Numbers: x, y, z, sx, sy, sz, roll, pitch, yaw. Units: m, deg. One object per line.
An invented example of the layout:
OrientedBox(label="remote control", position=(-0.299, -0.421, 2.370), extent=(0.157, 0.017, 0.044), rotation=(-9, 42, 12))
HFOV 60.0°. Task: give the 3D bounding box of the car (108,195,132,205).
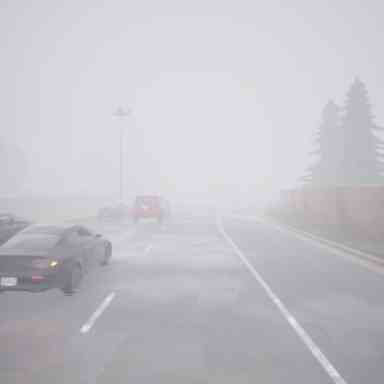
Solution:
OrientedBox(label="car", position=(-12.893, 1.368, 59.921), extent=(2.097, 1.767, 4.553), rotation=(0, 0, 22))

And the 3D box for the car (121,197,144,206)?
OrientedBox(label="car", position=(-10.181, 1.541, 57.265), extent=(1.812, 1.442, 4.674), rotation=(0, 0, 21))

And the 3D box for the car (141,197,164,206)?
OrientedBox(label="car", position=(-6.638, 1.541, 56.711), extent=(1.812, 1.442, 4.674), rotation=(0, 0, 22))

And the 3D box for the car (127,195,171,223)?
OrientedBox(label="car", position=(-3.056, 1.230, 25.820), extent=(2.150, 2.045, 5.566), rotation=(0, 0, 5))

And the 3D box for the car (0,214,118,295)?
OrientedBox(label="car", position=(-3.450, 1.528, 8.601), extent=(1.812, 1.442, 4.674), rotation=(0, 0, 0))

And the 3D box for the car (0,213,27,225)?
OrientedBox(label="car", position=(-6.927, 1.495, 11.852), extent=(2.128, 1.511, 4.902), rotation=(0, 0, 0))

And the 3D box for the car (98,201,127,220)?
OrientedBox(label="car", position=(-6.352, 1.533, 27.806), extent=(1.812, 1.442, 4.674), rotation=(0, 0, 6))
